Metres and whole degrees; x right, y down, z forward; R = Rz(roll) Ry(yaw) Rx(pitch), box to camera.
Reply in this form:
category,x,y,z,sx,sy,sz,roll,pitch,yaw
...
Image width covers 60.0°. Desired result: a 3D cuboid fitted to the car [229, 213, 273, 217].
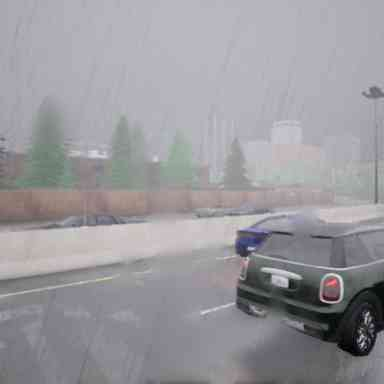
category,x,y,z,sx,sy,sz,roll,pitch,yaw
car,3.595,1.511,11.398,5.008,1.535,1.882,0,0,-41

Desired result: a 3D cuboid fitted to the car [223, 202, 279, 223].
category,x,y,z,sx,sy,sz,roll,pitch,yaw
car,5.010,1.634,27.689,2.033,1.411,5.357,0,0,43

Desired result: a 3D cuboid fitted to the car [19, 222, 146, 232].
category,x,y,z,sx,sy,sz,roll,pitch,yaw
car,-4.423,1.606,13.980,5.357,1.411,2.033,0,0,-39

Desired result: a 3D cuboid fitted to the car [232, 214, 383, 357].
category,x,y,z,sx,sy,sz,roll,pitch,yaw
car,2.986,1.368,6.338,4.553,1.767,2.097,0,0,-39

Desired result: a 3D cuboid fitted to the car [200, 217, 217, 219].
category,x,y,z,sx,sy,sz,roll,pitch,yaw
car,2.384,1.701,30.001,1.895,1.301,4.718,0,0,43
